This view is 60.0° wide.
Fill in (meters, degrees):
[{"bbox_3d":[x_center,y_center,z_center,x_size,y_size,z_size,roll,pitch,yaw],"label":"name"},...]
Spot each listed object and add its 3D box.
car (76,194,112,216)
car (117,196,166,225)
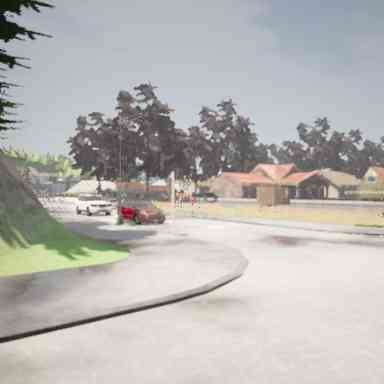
[{"bbox_3d":[-9.888,1.267,33.225,2.150,2.045,5.566,0,0,-35],"label":"car"},{"bbox_3d":[-3.757,1.397,24.615,2.097,1.767,4.553,0,0,-36],"label":"car"}]
